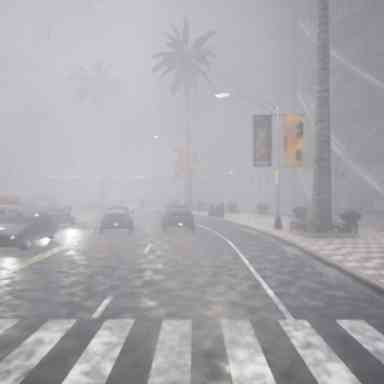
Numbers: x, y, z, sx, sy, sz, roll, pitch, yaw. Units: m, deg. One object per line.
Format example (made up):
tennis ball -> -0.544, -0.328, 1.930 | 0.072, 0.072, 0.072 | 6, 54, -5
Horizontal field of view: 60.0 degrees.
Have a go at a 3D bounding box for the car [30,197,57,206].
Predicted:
car -> -15.800, 1.538, 34.419 | 1.812, 1.442, 4.674 | 0, 0, -42

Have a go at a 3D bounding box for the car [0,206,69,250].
car -> -7.381, 1.553, 14.570 | 2.033, 1.411, 5.357 | 0, 0, -4

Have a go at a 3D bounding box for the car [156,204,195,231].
car -> -1.086, 1.512, 20.652 | 1.837, 1.490, 4.892 | 0, 0, -11

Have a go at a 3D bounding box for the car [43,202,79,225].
car -> -9.438, 1.609, 23.939 | 1.895, 1.301, 4.718 | 0, 0, -21

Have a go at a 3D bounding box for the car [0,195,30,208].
car -> -12.673, 1.229, 22.669 | 2.150, 2.045, 5.566 | 0, 0, -22

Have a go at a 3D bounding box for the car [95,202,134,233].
car -> -4.455, 1.533, 19.844 | 1.812, 1.442, 4.674 | 0, 0, -11

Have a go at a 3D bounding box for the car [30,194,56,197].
car -> -19.617, 1.238, 42.761 | 5.566, 2.045, 2.150 | 0, 0, 34

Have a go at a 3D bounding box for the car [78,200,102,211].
car -> -12.421, 1.615, 41.227 | 4.718, 1.301, 1.895 | 0, 0, 45
